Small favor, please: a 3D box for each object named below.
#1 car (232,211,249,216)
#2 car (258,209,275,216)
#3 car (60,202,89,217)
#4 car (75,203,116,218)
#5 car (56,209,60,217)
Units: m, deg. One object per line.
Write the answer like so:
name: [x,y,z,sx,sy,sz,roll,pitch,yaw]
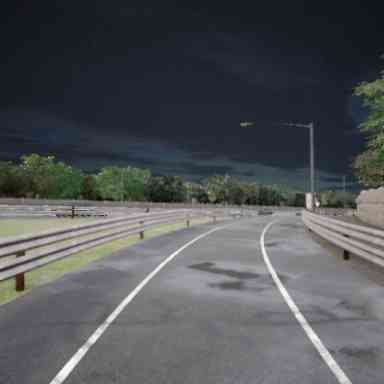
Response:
car: [11.485,4.757,78.388,2.097,1.767,4.553,-3,-5,44]
car: [16.499,4.620,73.504,1.837,1.490,4.892,-3,-5,44]
car: [-14.921,2.447,46.585,2.150,2.045,5.566,-3,-5,44]
car: [-12.451,2.600,44.091,1.837,1.490,4.892,-3,-5,44]
car: [-17.475,2.734,48.968,2.097,1.767,4.553,-3,-5,44]
